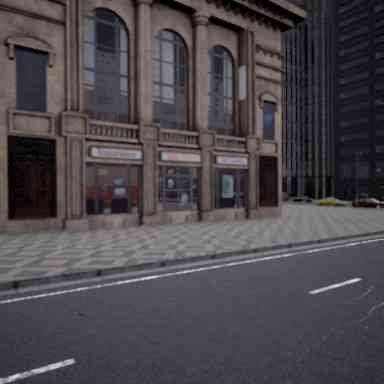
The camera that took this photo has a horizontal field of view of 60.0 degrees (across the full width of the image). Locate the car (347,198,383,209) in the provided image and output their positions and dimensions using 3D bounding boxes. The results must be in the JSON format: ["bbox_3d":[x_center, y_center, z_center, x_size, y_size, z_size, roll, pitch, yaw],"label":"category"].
[{"bbox_3d":[23.843,1.539,44.554,1.887,1.381,4.507,0,0,-36],"label":"car"}]

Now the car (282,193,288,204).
[{"bbox_3d":[13.965,1.399,58.235,1.887,1.381,4.507,0,0,-36],"label":"car"}]

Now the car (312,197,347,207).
[{"bbox_3d":[20.649,1.476,48.977,1.752,1.417,4.829,0,0,-36],"label":"car"}]

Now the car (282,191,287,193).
[{"bbox_3d":[16.231,0.805,65.085,2.150,2.045,5.566,-1,1,-36],"label":"car"}]

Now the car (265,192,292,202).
[{"bbox_3d":[17.588,1.043,67.783,2.192,1.841,5.009,0,1,-36],"label":"car"}]

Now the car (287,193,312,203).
[{"bbox_3d":[20.878,1.344,63.224,1.947,1.339,4.313,0,1,-36],"label":"car"}]
